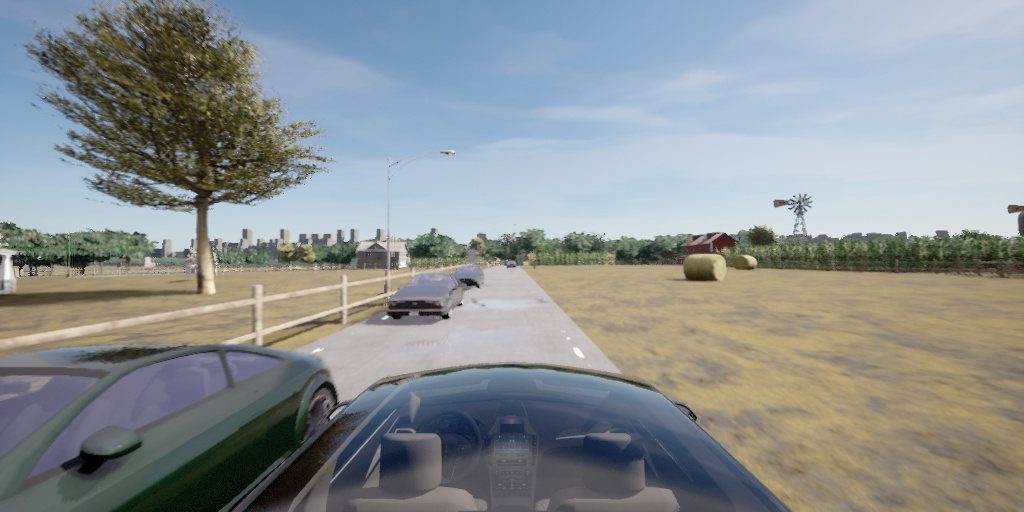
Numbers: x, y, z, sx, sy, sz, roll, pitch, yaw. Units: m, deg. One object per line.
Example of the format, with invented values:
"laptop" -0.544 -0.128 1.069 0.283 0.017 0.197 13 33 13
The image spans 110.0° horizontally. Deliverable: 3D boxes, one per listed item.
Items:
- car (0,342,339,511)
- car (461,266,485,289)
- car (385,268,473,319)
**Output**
"car" -2.848 1.319 2.167 1.994 1.385 4.181 0 0 0
"car" -2.825 1.351 23.927 2.033 1.411 5.357 0 0 0
"car" -2.857 1.317 13.124 2.033 1.411 5.357 0 0 0
